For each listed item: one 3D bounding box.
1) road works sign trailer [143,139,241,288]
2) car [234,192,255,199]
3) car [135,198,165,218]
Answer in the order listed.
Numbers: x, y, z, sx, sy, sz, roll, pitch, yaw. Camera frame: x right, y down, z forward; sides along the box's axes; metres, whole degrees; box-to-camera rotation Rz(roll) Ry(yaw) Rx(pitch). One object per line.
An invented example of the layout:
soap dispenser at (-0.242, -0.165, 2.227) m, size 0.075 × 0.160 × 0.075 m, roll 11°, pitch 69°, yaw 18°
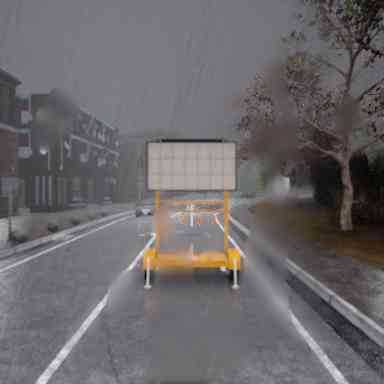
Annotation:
road works sign trailer at (-0.005, 0.383, 8.958) m, size 2.380 × 3.560 × 2.880 m, roll 0°, pitch 1°, yaw 0°
car at (10.496, 0.666, 66.681) m, size 4.902 × 1.511 × 2.128 m, roll -2°, pitch 1°, yaw -37°
car at (-3.332, 1.251, 27.047) m, size 2.128 × 1.511 × 4.902 m, roll 0°, pitch 0°, yaw 3°
